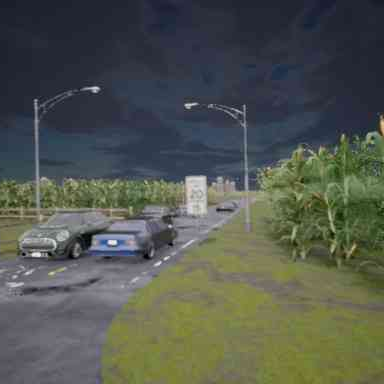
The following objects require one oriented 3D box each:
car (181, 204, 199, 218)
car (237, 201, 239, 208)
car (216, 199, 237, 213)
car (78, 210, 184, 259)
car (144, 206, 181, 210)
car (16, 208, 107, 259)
[{"bbox_3d":[-0.493,1.895,34.162,1.994,1.385,4.181,-2,-1,12],"label":"car"},{"bbox_3d":[6.264,1.857,52.449,1.837,1.490,4.892,-2,-1,12],"label":"car"},{"bbox_3d":[4.247,1.864,42.636,1.994,1.385,4.181,-2,-1,12],"label":"car"},{"bbox_3d":[-2.036,1.675,13.110,2.033,1.411,5.357,-2,-1,12],"label":"car"},{"bbox_3d":[-2.633,1.764,24.080,2.128,1.511,4.902,-2,-1,12],"label":"car"},{"bbox_3d":[-4.866,1.559,13.532,2.097,1.767,4.553,-2,-1,12],"label":"car"}]
